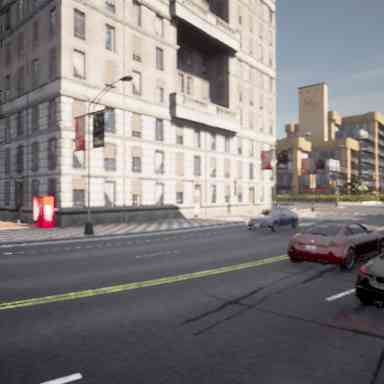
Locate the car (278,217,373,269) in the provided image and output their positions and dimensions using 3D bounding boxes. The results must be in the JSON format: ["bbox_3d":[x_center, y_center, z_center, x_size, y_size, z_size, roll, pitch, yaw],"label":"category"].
[{"bbox_3d":[5.084,1.665,11.491,4.181,1.385,1.994,0,-1,-43],"label":"car"}]

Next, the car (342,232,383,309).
[{"bbox_3d":[5.238,1.621,7.017,4.181,1.385,1.994,0,-1,-38],"label":"car"}]

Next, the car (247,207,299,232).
[{"bbox_3d":[5.469,1.764,21.901,1.812,1.442,4.674,-1,-1,41],"label":"car"}]
